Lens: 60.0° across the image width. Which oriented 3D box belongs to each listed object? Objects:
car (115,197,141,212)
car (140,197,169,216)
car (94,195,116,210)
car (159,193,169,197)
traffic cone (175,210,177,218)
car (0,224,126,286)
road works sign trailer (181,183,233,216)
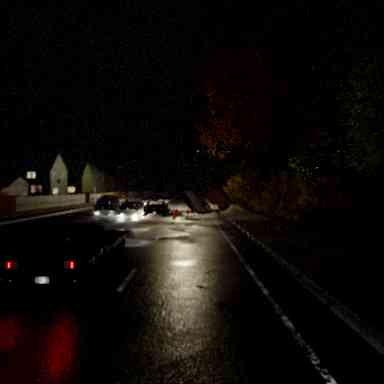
[{"bbox_3d":[-6.593,1.400,36.235,1.895,1.301,4.718,0,0,0],"label":"car"},{"bbox_3d":[-3.147,1.436,30.021,1.895,1.301,4.718,0,0,0],"label":"car"},{"bbox_3d":[-9.836,1.136,38.752,2.097,1.767,4.553,0,0,0],"label":"car"},{"bbox_3d":[-6.493,0.915,77.470,1.895,1.301,4.718,0,0,0],"label":"car"},{"bbox_3d":[-1.378,1.816,25.405,0.340,0.580,0.340,0,0,0],"label":"traffic cone"},{"bbox_3d":[-3.149,1.551,9.228,1.895,1.301,4.718,0,0,0],"label":"car"},{"bbox_3d":[0.776,0.920,26.482,3.560,2.380,2.880,6,-47,-50],"label":"road works sign trailer"}]
